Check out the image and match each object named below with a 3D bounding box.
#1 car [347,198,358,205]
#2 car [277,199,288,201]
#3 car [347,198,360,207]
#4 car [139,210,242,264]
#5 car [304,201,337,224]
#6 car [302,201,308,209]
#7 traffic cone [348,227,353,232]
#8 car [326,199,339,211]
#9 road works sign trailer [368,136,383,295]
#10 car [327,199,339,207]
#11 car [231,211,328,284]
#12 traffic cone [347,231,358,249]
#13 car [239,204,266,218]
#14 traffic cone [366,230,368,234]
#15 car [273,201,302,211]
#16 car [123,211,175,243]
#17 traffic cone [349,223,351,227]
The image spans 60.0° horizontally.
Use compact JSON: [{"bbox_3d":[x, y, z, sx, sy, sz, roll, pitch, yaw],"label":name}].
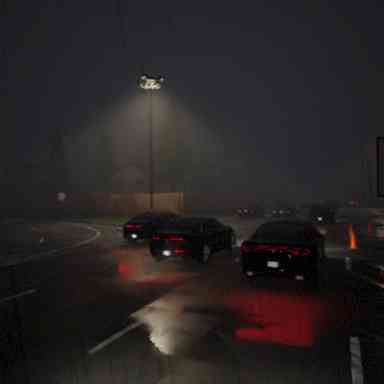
[{"bbox_3d":[32.865,1.889,68.203,2.033,1.411,5.357,-1,-1,24],"label":"car"},{"bbox_3d":[14.354,1.857,52.461,2.097,1.767,4.553,-1,-1,24],"label":"car"},{"bbox_3d":[28.581,1.933,58.704,1.837,1.490,4.892,-1,-1,24],"label":"car"},{"bbox_3d":[0.207,1.664,12.595,1.837,1.490,4.892,-1,-1,24],"label":"car"},{"bbox_3d":[10.449,1.730,26.782,1.837,1.490,4.892,-1,-1,24],"label":"car"},{"bbox_3d":[18.265,2.065,52.612,1.895,1.301,4.718,-1,-1,24],"label":"car"},{"bbox_3d":[7.582,2.073,15.764,0.340,0.580,0.340,-1,-1,24],"label":"traffic cone"},{"bbox_3d":[18.218,1.834,44.003,1.882,1.535,5.008,-1,-1,24],"label":"car"},{"bbox_3d":[5.221,0.497,6.968,2.380,3.560,2.880,-1,-1,24],"label":"road works sign trailer"},{"bbox_3d":[26.184,2.039,61.657,2.033,1.411,5.357,-1,-1,24],"label":"car"},{"bbox_3d":[2.924,1.575,10.110,1.882,1.535,5.008,-1,-1,24],"label":"car"},{"bbox_3d":[6.760,2.059,13.941,0.340,0.580,0.340,-1,-1,24],"label":"traffic cone"},{"bbox_3d":[6.244,1.915,34.482,2.033,1.411,5.357,-1,-1,24],"label":"car"},{"bbox_3d":[10.141,2.085,19.000,0.340,0.580,0.340,-1,-1,24],"label":"traffic cone"},{"bbox_3d":[9.097,1.856,32.297,2.033,1.411,5.357,-1,-1,24],"label":"car"},{"bbox_3d":[-1.596,1.739,17.106,1.837,1.490,4.892,-1,-1,24],"label":"car"},{"bbox_3d":[8.405,2.087,17.587,0.340,0.580,0.340,-1,-1,24],"label":"traffic cone"}]
